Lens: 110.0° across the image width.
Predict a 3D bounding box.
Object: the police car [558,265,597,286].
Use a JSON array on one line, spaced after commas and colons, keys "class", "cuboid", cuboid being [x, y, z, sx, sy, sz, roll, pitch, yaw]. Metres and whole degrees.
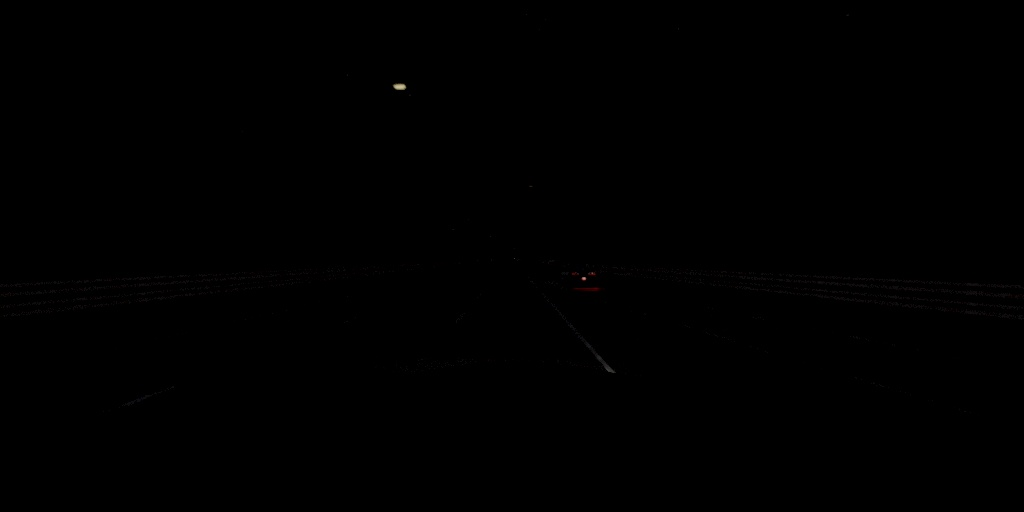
[{"class": "police car", "cuboid": [4.896, 1.468, 27.802, 2.038, 1.542, 4.974, 0, 0, -5]}]
